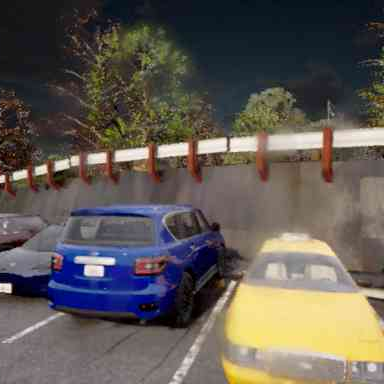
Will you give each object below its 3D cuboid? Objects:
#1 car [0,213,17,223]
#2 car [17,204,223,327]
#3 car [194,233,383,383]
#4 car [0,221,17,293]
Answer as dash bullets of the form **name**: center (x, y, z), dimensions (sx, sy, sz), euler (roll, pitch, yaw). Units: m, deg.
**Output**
- **car**: center (-5.645, 1.467, 10.865), dimensions (2.185, 1.767, 4.553), euler (-1, -1, 15)
- **car**: center (-0.707, 1.283, 7.414), dimensions (2.435, 2.045, 5.566), euler (-1, -1, 15)
- **car**: center (1.700, 1.498, 5.446), dimensions (1.946, 1.575, 5.366), euler (0, -1, 15)
- **car**: center (-3.183, 1.593, 9.106), dimensions (2.163, 1.488, 4.792), euler (0, -1, 16)
